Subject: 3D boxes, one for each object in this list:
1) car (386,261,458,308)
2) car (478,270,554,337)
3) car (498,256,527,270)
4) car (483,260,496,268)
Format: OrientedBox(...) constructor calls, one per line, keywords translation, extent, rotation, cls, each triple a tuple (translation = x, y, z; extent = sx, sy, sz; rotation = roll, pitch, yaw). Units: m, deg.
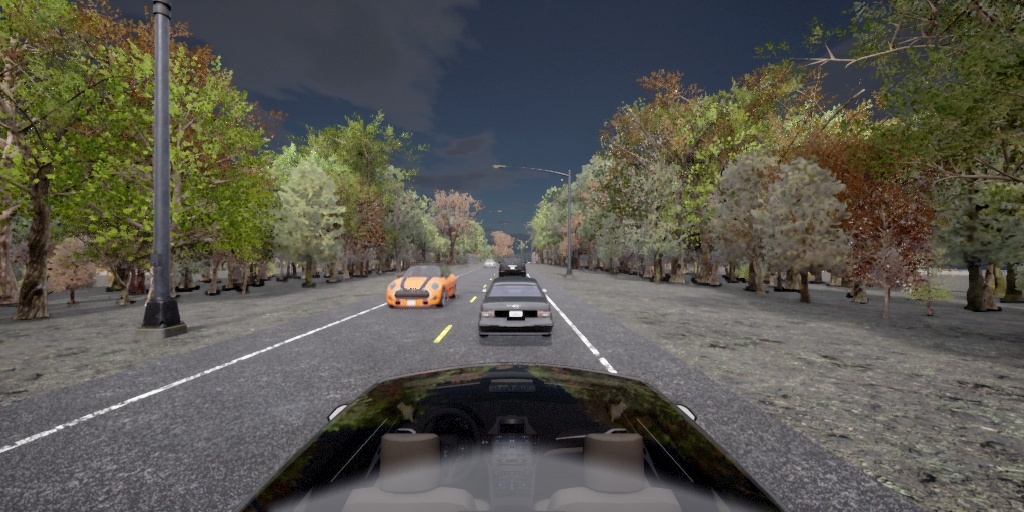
OrientedBox(translation=(-3.631, 1.109, 15.170), extent=(2.097, 1.767, 4.553), rotation=(0, 0, 0), cls="car")
OrientedBox(translation=(0.079, 1.302, 10.286), extent=(2.033, 1.411, 5.357), rotation=(0, 0, 0), cls="car")
OrientedBox(translation=(0.035, 0.987, 29.259), extent=(2.150, 2.045, 5.566), rotation=(0, 0, 0), cls="car")
OrientedBox(translation=(-3.682, 1.323, 60.498), extent=(1.812, 1.442, 4.674), rotation=(0, 0, 0), cls="car")
